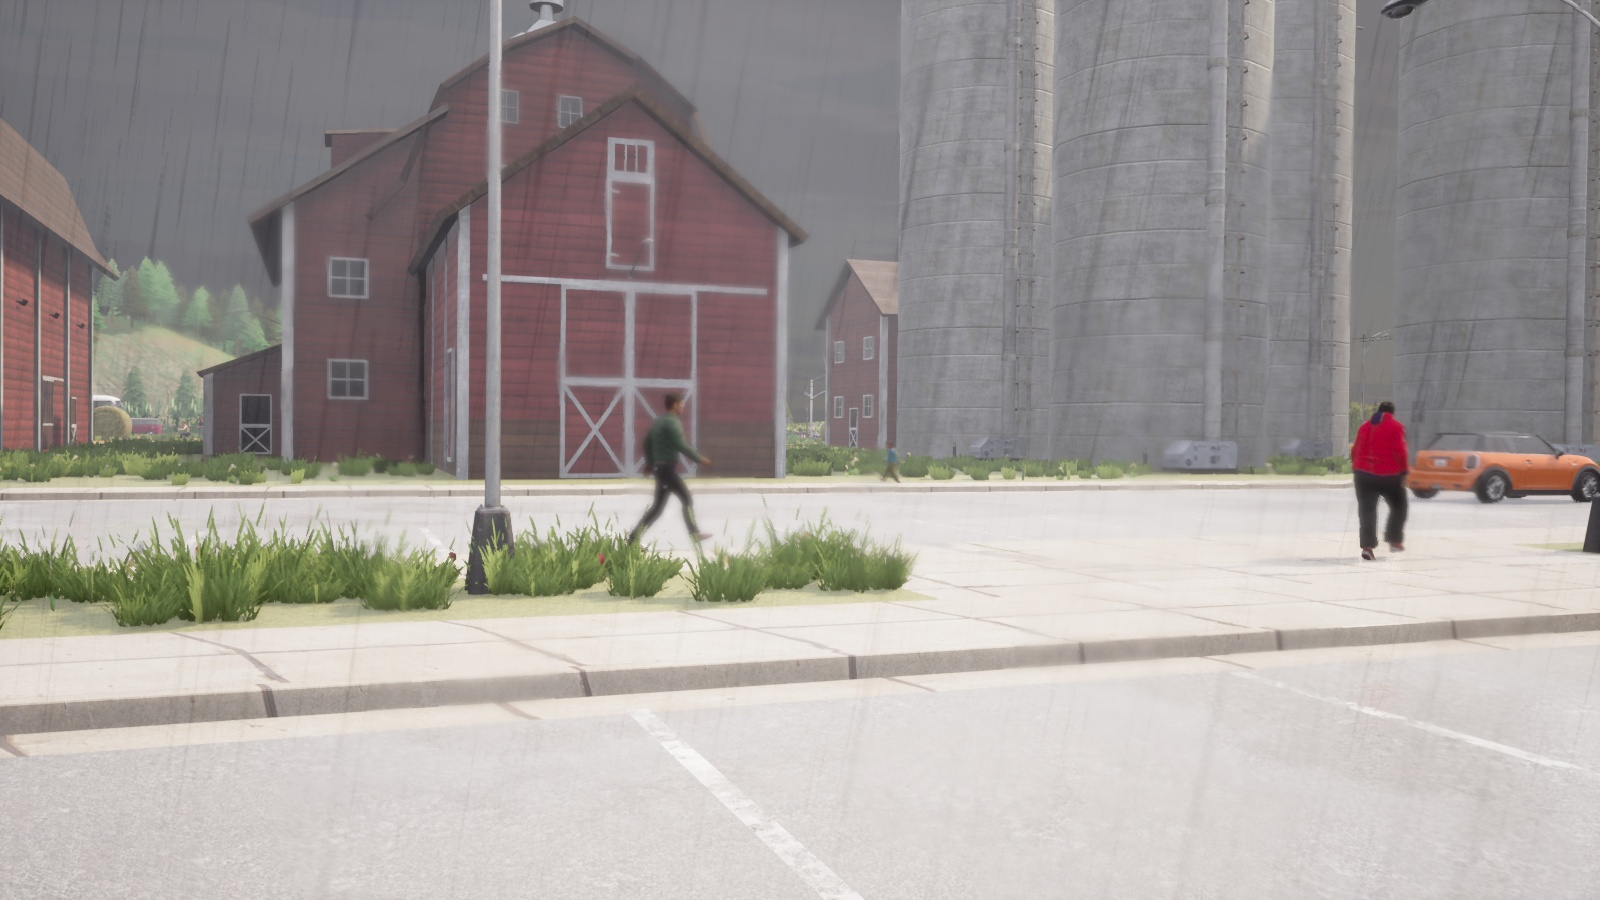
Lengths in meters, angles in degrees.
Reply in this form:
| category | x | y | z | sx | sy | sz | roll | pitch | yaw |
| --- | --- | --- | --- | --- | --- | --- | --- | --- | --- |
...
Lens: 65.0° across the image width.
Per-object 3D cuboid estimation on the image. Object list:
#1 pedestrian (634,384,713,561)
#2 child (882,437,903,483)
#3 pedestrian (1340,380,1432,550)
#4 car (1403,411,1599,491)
| category | x | y | z | sx | sy | sz | roll | pitch | yaw |
| --- | --- | --- | --- | --- | --- | --- | --- | --- | --- |
| pedestrian | -1.425 | 0.239 | 14.135 | 0.788 | 1.949 | 0.423 | -1 | 1 | -21 |
| child | 2.444 | 0.268 | 33.148 | 0.448 | 1.192 | 0.343 | -1 | 1 | -21 |
| pedestrian | 6.621 | 0.152 | 14.185 | 0.899 | 1.844 | 0.634 | -1 | 1 | -42 |
| car | 17.019 | -0.017 | 30.096 | 4.553 | 1.767 | 2.097 | -1 | 1 | -21 |
